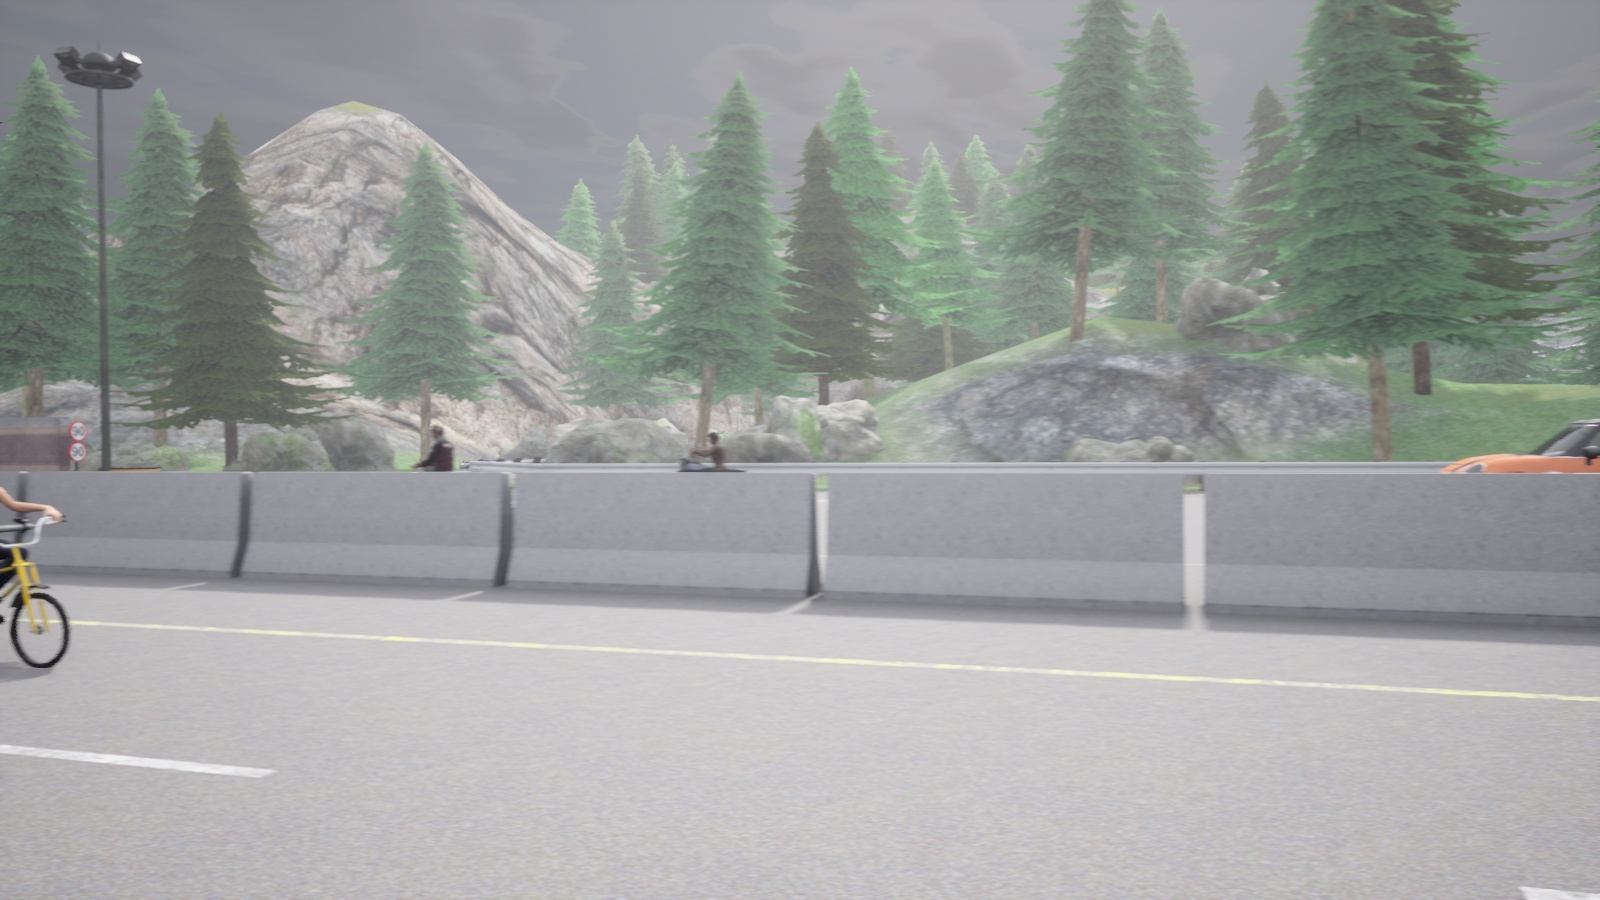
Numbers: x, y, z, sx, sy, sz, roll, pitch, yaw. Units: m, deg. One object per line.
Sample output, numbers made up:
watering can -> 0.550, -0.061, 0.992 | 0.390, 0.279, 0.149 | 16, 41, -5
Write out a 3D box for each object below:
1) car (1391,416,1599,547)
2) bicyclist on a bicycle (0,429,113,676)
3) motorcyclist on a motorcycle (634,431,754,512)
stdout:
car -> 11.078, 0.411, 17.926 | 4.553, 1.767, 2.097 | 0, 1, 19
bicyclist on a bicycle -> -5.785, 0.662, 8.836 | 1.509, 1.612, 0.866 | 0, 1, 19
motorcyclist on a motorcycle -> -2.199, 0.428, 26.087 | 2.350, 1.649, 0.766 | 0, 1, 19
